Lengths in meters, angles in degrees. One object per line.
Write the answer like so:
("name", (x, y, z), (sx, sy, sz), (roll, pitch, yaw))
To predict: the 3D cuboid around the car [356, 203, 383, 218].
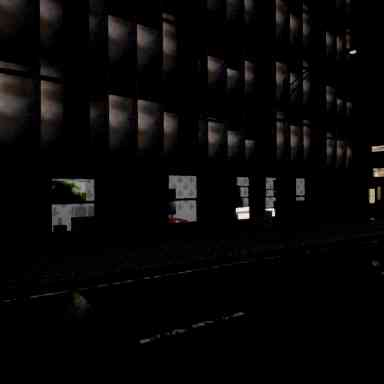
("car", (17.017, 1.816, 33.517), (2.033, 1.411, 5.357), (-1, 0, -36))
